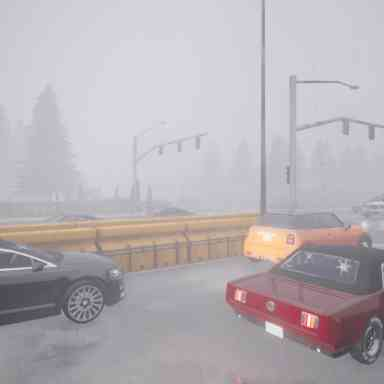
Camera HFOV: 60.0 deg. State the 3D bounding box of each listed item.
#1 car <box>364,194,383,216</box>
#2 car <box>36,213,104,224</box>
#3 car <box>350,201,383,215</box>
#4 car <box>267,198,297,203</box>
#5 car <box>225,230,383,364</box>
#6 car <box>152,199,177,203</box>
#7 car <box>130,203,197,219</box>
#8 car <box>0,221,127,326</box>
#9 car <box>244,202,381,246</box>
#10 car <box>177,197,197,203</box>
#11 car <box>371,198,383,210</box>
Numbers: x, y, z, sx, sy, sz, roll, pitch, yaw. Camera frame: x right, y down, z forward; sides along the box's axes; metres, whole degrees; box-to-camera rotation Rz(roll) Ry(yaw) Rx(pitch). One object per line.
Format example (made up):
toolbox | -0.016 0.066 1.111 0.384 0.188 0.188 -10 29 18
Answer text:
car | 17.199 1.220 29.202 5.566 2.045 2.150 0 0 -36
car | -5.007 1.564 13.325 4.181 1.385 1.994 0 0 -36
car | 18.536 1.601 34.457 4.718 1.301 1.895 0 0 -36
car | 11.117 1.526 41.248 4.674 1.442 1.812 0 1 35
car | 2.937 1.601 5.848 4.718 1.301 1.895 0 0 -36
car | -4.243 1.564 43.989 1.994 1.385 4.181 0 0 -36
car | -1.677 1.564 20.008 4.181 1.385 1.994 0 0 -36
car | -3.528 1.492 5.522 4.902 1.511 2.128 0 0 -36
car | 3.885 1.352 10.829 4.553 1.767 2.097 0 0 -36
car | -1.262 1.547 58.106 2.033 1.411 5.357 0 0 -35
car | 25.714 1.564 43.884 4.181 1.385 1.994 0 0 -35
